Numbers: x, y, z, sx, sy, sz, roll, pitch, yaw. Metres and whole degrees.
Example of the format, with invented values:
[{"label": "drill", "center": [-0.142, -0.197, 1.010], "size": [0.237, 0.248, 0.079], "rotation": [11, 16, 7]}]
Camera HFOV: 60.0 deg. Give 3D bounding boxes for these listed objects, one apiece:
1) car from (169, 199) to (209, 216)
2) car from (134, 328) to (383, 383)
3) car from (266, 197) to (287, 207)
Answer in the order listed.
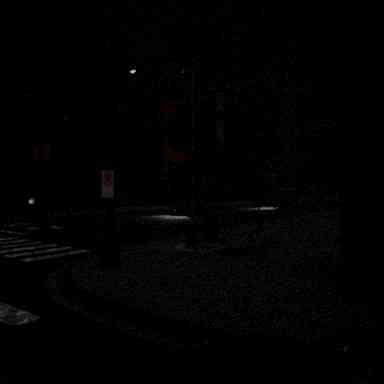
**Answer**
[{"label": "car", "center": [-0.173, 1.410, 31.891], "size": [1.837, 1.490, 4.892], "rotation": [1, 0, 35]}, {"label": "car", "center": [1.462, 1.552, 1.805], "size": [4.403, 1.369, 2.008], "rotation": [1, 0, 35]}, {"label": "car", "center": [12.803, 1.449, 50.144], "size": [2.128, 1.511, 4.902], "rotation": [1, 0, 35]}]
